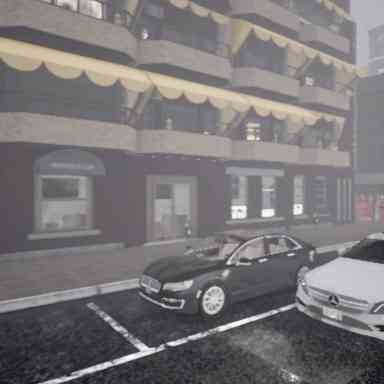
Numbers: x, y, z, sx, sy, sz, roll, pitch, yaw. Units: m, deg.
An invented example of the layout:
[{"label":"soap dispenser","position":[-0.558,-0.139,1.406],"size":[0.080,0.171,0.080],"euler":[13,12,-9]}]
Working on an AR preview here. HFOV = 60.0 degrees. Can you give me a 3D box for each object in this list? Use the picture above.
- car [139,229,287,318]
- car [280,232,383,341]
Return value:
[{"label":"car","position":[0.996,1.535,7.271],"size":[4.403,1.369,2.008],"euler":[0,0,-36]},{"label":"car","position":[3.949,1.503,6.190],"size":[4.674,1.442,1.812],"euler":[0,0,-35]}]
